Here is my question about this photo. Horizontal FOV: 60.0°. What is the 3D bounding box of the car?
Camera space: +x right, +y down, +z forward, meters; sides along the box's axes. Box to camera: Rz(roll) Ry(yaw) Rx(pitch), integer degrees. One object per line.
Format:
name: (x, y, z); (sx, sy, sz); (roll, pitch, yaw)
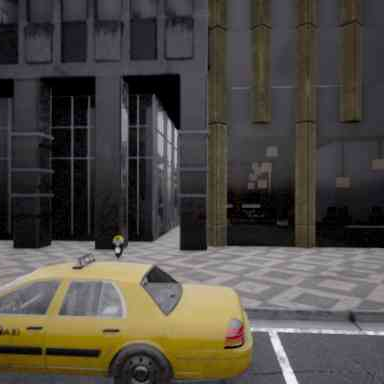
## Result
car: (-1.678, 1.523, 4.400); (4.829, 1.417, 1.752); (0, 0, 4)
